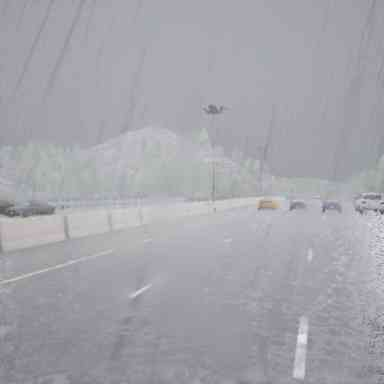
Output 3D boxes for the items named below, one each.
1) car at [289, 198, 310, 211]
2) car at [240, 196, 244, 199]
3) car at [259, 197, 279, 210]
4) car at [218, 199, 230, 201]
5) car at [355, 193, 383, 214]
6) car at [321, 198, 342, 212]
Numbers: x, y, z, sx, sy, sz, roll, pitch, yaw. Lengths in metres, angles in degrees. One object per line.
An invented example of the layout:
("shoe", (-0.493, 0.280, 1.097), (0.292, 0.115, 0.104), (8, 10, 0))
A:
("car", (12.504, 1.425, 38.804), (1.812, 1.442, 4.674), (0, 0, 21))
("car", (10.510, 1.503, 73.528), (2.128, 1.511, 4.902), (0, -1, 21))
("car", (9.402, 1.371, 40.489), (1.882, 1.535, 5.008), (0, 1, 21))
("car", (7.224, 1.199, 74.732), (2.150, 2.045, 5.566), (0, -1, 21))
("car", (18.247, 1.137, 34.250), (2.150, 2.045, 5.566), (0, 1, 21))
("car", (15.661, 1.430, 37.263), (1.812, 1.442, 4.674), (0, 0, 21))
